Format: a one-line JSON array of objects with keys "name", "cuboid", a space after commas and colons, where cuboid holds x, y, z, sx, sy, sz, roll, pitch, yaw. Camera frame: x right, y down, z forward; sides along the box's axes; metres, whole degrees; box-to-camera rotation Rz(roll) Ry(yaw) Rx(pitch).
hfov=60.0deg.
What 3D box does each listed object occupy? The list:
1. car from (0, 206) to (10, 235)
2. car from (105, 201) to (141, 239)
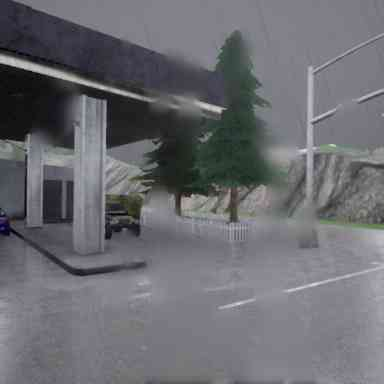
[{"name": "car", "cuboid": [-11.569, 1.522, 18.540, 2.242, 1.667, 4.611, 1, 0, -36]}, {"name": "car", "cuboid": [-4.438, 1.444, 18.337, 1.905, 1.878, 3.866, 1, 0, -36]}]
